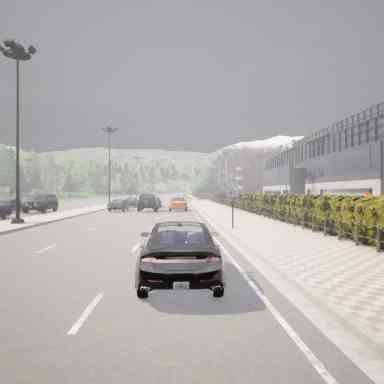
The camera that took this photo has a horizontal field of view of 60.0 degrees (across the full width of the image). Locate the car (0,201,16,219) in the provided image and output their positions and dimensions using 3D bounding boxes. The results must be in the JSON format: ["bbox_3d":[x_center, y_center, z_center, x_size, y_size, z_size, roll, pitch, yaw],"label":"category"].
[{"bbox_3d":[-16.184,1.601,26.146,1.895,1.301,4.718,0,0,-2],"label":"car"}]

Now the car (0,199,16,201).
[{"bbox_3d":[-20.051,1.505,35.991,1.837,1.490,4.892,0,0,-2],"label":"car"}]

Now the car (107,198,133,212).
[{"bbox_3d":[-8.603,1.547,39.147,2.033,1.411,5.357,0,0,-2],"label":"car"}]

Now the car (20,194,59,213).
[{"bbox_3d":[-16.570,1.221,36.632,2.150,2.045,5.566,0,0,-3],"label":"car"}]

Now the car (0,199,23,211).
[{"bbox_3d":[-23.750,1.604,42.712,1.895,1.301,4.718,0,0,-2],"label":"car"}]

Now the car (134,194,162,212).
[{"bbox_3d":[-5.091,1.221,38.895,2.150,2.045,5.566,0,0,-2],"label":"car"}]

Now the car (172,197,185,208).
[{"bbox_3d":[-2.002,1.505,49.736,1.837,1.490,4.892,0,0,-2],"label":"car"}]

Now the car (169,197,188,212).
[{"bbox_3d":[-1.618,1.352,39.687,2.097,1.767,4.553,0,0,-2],"label":"car"}]

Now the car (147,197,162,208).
[{"bbox_3d":[-5.498,1.478,49.575,1.882,1.535,5.008,0,0,-2],"label":"car"}]

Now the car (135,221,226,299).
[{"bbox_3d":[-0.307,1.492,8.496,2.128,1.511,4.902,0,0,-3],"label":"car"}]
